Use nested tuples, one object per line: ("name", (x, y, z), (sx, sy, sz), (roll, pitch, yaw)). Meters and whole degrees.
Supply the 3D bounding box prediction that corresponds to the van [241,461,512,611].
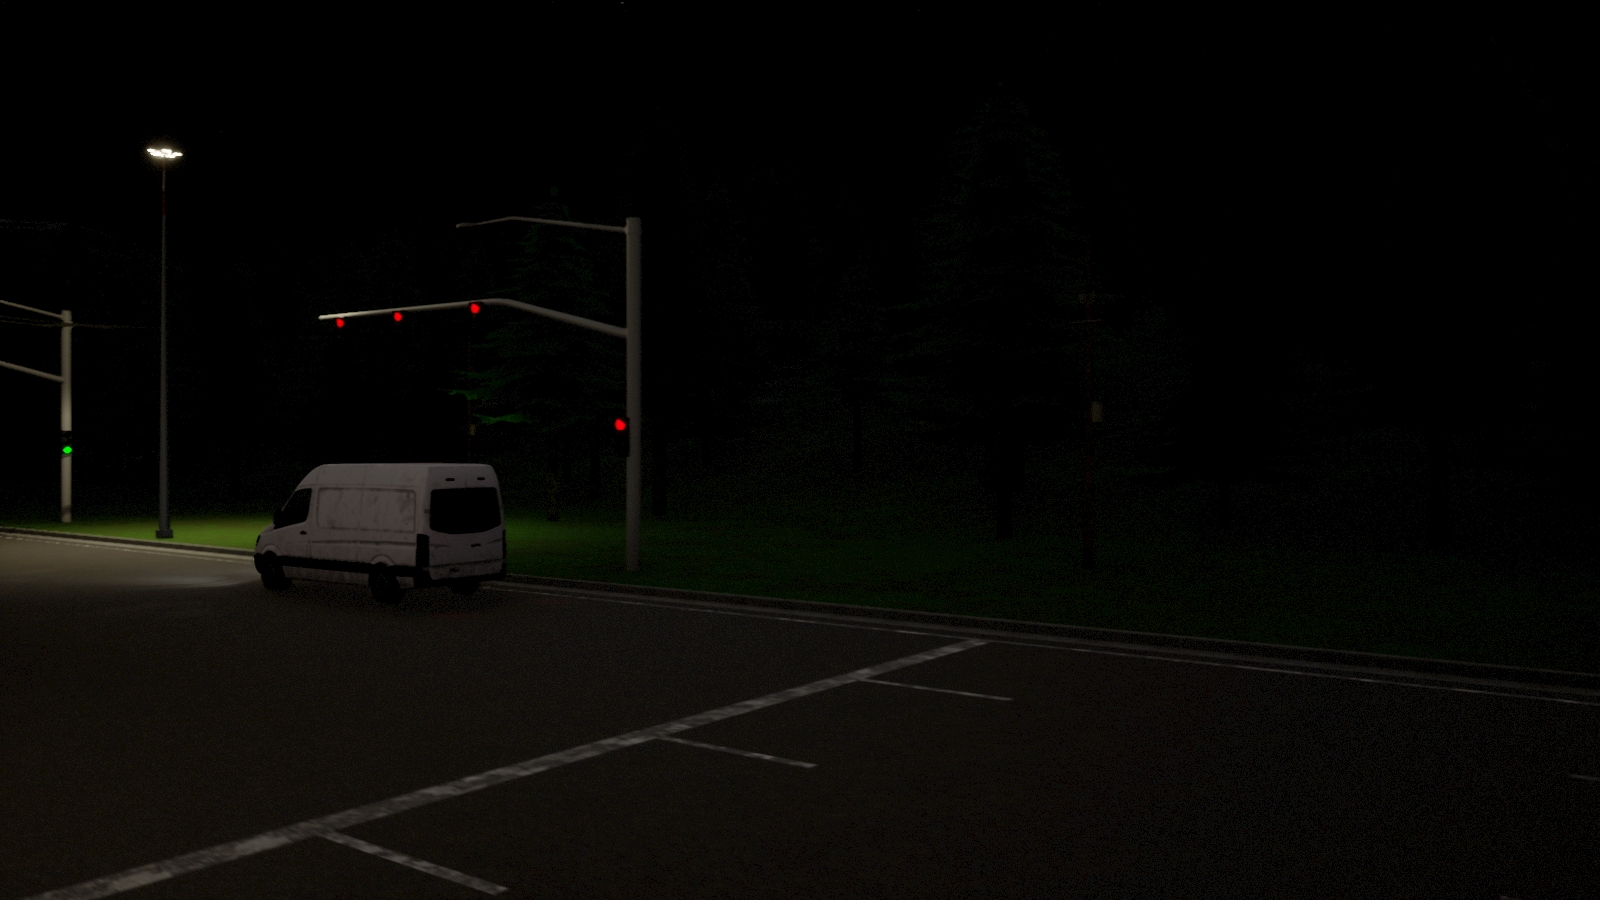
("van", (-8.438, 1.531, 22.495), (5.915, 2.561, 1.988), (0, 0, 35))
